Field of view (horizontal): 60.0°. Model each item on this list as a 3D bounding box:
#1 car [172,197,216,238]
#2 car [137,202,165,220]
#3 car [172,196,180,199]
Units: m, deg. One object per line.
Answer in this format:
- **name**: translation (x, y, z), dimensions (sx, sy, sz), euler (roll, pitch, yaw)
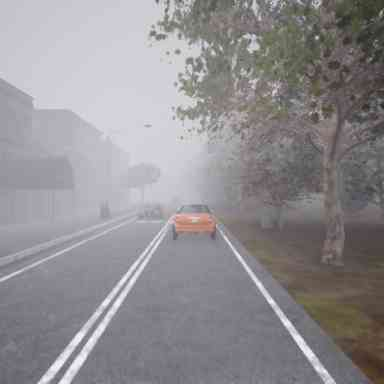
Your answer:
- **car**: translation (0.110, 1.350, 17.658), dimensions (2.097, 1.767, 4.553), euler (0, 0, 0)
- **car**: translation (-3.336, 1.556, 27.865), dimensions (1.994, 1.385, 4.181), euler (0, 0, 0)
- **car**: translation (-3.223, 1.518, 69.607), dimensions (2.033, 1.411, 5.357), euler (0, 0, 0)
